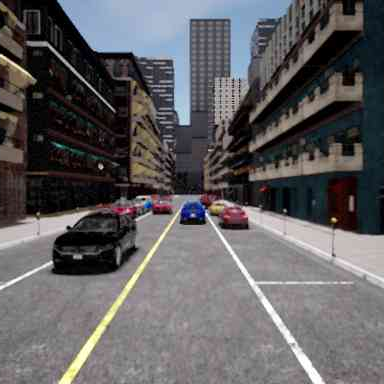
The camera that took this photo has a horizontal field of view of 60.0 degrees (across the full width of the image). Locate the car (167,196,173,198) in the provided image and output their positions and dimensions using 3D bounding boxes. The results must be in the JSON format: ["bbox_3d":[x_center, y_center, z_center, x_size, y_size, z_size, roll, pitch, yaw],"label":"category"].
[{"bbox_3d":[-5.719,1.674,72.361,1.802,1.307,4.206,-1,0,0],"label":"car"}]

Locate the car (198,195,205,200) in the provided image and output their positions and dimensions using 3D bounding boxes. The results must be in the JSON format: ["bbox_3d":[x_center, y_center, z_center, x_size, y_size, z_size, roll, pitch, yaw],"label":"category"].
[{"bbox_3d":[2.654,1.647,94.913,1.752,1.417,4.829,-1,0,0],"label":"car"}]

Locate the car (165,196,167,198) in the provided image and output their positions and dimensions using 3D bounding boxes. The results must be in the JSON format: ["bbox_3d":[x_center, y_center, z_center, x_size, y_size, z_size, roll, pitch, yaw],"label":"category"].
[{"bbox_3d":[-5.722,1.621,55.555,2.008,1.369,4.403,-1,0,0],"label":"car"}]

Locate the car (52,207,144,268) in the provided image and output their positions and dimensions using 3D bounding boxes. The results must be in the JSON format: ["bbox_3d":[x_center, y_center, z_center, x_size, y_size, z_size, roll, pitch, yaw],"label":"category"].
[{"bbox_3d":[-3.087,1.492,11.516,1.882,1.535,5.008,0,0,0],"label":"car"}]

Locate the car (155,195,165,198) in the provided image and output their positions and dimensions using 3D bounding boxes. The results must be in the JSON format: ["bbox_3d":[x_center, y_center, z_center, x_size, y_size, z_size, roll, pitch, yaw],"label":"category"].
[{"bbox_3d":[-5.706,1.378,49.953,2.192,1.841,5.009,-1,0,0],"label":"car"}]

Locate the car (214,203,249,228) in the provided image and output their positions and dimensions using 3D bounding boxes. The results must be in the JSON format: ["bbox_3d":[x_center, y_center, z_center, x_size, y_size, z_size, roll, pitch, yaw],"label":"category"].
[{"bbox_3d":[2.676,1.608,21.916,1.802,1.307,4.206,-1,0,0],"label":"car"}]

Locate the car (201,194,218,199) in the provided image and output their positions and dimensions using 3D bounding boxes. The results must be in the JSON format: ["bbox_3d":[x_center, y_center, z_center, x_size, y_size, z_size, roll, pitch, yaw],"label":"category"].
[{"bbox_3d":[2.665,1.369,44.325,2.192,1.841,5.009,-1,0,0],"label":"car"}]

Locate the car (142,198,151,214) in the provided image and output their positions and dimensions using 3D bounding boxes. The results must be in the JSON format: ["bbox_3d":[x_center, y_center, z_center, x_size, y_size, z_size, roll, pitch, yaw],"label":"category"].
[{"bbox_3d":[-5.675,1.592,33.146,2.008,1.369,4.403,-1,0,0],"label":"car"}]

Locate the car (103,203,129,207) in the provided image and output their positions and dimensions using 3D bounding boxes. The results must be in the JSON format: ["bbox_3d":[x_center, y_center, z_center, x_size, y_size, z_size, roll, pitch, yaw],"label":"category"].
[{"bbox_3d":[-5.672,1.609,21.943,1.802,1.307,4.206,-1,0,0],"label":"car"}]

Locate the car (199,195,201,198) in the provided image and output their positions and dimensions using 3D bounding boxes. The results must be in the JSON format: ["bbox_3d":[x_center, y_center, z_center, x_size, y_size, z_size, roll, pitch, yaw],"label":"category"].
[{"bbox_3d":[0.077,1.547,44.486,2.128,1.511,4.902,0,0,0],"label":"car"}]

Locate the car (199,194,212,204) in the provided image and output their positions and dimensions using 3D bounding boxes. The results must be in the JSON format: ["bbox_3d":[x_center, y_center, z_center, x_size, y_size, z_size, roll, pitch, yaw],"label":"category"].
[{"bbox_3d":[2.659,1.399,66.733,2.192,1.841,5.009,-1,0,0],"label":"car"}]

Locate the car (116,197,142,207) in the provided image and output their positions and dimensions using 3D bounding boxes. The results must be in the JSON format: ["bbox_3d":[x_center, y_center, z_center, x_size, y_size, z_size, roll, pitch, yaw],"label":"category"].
[{"bbox_3d":[-5.675,1.474,27.545,1.967,1.590,4.097,-1,0,0],"label":"car"}]

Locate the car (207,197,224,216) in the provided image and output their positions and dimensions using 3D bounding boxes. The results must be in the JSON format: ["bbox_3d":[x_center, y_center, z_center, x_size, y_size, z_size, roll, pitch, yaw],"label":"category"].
[{"bbox_3d":[2.671,1.566,33.290,1.752,1.417,4.829,-1,0,0],"label":"car"}]

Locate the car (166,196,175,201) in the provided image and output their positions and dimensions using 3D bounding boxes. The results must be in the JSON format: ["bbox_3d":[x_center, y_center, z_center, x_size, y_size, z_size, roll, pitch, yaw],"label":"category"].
[{"bbox_3d":[-5.724,1.665,89.168,2.008,1.369,4.403,-1,0,0],"label":"car"}]

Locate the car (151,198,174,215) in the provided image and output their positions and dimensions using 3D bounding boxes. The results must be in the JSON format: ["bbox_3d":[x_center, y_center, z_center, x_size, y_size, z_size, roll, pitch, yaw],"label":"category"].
[{"bbox_3d":[-3.040,1.644,34.605,1.895,1.301,4.718,0,0,0],"label":"car"}]

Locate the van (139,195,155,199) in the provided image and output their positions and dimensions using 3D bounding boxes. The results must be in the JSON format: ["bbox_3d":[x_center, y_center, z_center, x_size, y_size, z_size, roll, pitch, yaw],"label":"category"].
[{"bbox_3d":[-5.680,1.389,38.749,1.690,1.788,3.998,-1,0,0],"label":"van"}]

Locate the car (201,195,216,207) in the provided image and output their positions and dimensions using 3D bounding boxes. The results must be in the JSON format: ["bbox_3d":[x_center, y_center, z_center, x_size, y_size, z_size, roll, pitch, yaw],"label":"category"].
[{"bbox_3d":[2.662,1.384,55.529,2.192,1.841,5.009,-1,0,0],"label":"car"}]

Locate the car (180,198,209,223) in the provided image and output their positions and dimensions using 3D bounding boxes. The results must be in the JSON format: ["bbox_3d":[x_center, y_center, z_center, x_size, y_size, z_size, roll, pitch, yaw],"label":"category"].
[{"bbox_3d":[0.073,1.509,26.145,1.882,1.535,5.008,0,0,0],"label":"car"}]
